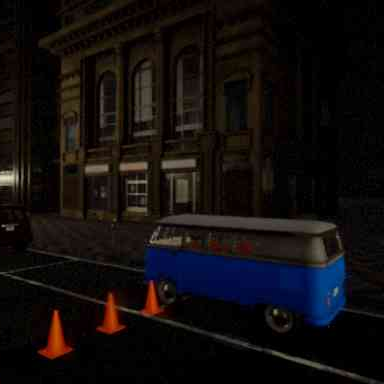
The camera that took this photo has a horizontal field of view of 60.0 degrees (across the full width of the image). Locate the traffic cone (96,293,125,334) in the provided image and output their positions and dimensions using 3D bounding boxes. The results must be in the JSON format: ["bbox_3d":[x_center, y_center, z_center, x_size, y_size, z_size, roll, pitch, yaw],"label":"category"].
[{"bbox_3d":[-1.361,1.986,5.563,0.340,0.580,0.340,0,0,36],"label":"traffic cone"}]

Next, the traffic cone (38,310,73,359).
[{"bbox_3d":[-1.945,1.981,4.751,0.340,0.580,0.340,0,0,36],"label":"traffic cone"}]

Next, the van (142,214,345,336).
[{"bbox_3d":[0.833,1.380,6.494,3.998,1.788,1.690,0,0,36],"label":"van"}]

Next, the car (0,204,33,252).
[{"bbox_3d":[-8.261,1.378,13.037,5.009,1.841,2.192,0,0,36],"label":"car"}]

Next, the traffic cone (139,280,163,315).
[{"bbox_3d":[-0.777,1.991,6.375,0.340,0.580,0.340,0,0,36],"label":"traffic cone"}]
